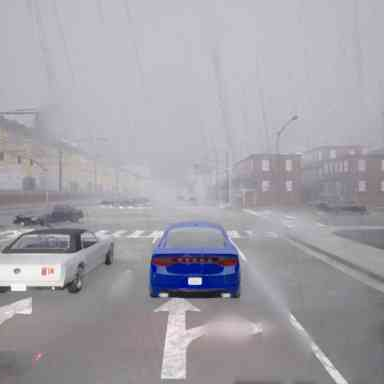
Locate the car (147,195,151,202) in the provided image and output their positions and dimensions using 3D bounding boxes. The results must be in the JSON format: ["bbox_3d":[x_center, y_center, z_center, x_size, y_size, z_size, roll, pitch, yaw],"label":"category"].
[{"bbox_3d":[-10.368,1.478,74.552,1.882,1.535,5.008,0,0,0],"label":"car"}]

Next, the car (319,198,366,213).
[{"bbox_3d":[16.524,1.564,36.010,4.181,1.385,1.994,0,0,0],"label":"car"}]

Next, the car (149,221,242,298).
[{"bbox_3d":[0.081,1.478,8.547,1.882,1.535,5.008,0,0,1],"label":"car"}]

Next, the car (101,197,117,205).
[{"bbox_3d":[-13.972,1.564,56.526,1.994,1.385,4.181,0,0,0],"label":"car"}]

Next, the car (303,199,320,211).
[{"bbox_3d":[15.782,1.491,39.514,4.902,1.511,2.128,0,0,0],"label":"car"}]

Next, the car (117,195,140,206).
[{"bbox_3d":[-10.481,1.352,55.013,2.097,1.767,4.553,0,0,0],"label":"car"}]

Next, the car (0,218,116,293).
[{"bbox_3d":[-3.413,1.601,8.816,1.895,1.301,4.718,0,0,0],"label":"car"}]

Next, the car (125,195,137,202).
[{"bbox_3d":[-13.865,1.524,75.843,1.812,1.442,4.674,0,0,0],"label":"car"}]

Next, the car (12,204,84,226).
[{"bbox_3d":[-9.626,1.547,22.887,2.033,1.411,5.357,0,0,17],"label":"car"}]

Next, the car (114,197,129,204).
[{"bbox_3d":[-13.909,1.601,65.534,1.895,1.301,4.718,0,0,1],"label":"car"}]

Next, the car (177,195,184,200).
[{"bbox_3d":[-3.335,1.500,93.308,1.837,1.490,4.892,0,0,0],"label":"car"}]

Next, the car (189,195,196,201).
[{"bbox_3d":[0.148,1.540,83.157,2.033,1.411,5.357,0,0,0],"label":"car"}]

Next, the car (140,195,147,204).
[{"bbox_3d":[-10.431,1.505,64.148,1.837,1.490,4.892,0,0,1],"label":"car"}]
